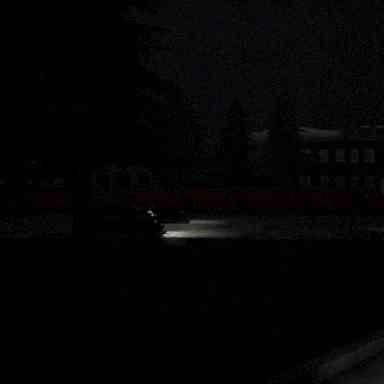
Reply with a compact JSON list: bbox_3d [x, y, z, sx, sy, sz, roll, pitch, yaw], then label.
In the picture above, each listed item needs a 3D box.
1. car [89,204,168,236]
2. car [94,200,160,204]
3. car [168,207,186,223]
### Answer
[{"bbox_3d":[-3.620,1.529,17.671,4.181,1.385,1.994,0,0,3],"label":"car"},{"bbox_3d":[-4.359,1.309,21.212,4.553,1.767,2.097,0,0,3],"label":"car"},{"bbox_3d":[-2.789,1.468,24.649,4.674,1.442,1.812,0,0,3],"label":"car"}]
